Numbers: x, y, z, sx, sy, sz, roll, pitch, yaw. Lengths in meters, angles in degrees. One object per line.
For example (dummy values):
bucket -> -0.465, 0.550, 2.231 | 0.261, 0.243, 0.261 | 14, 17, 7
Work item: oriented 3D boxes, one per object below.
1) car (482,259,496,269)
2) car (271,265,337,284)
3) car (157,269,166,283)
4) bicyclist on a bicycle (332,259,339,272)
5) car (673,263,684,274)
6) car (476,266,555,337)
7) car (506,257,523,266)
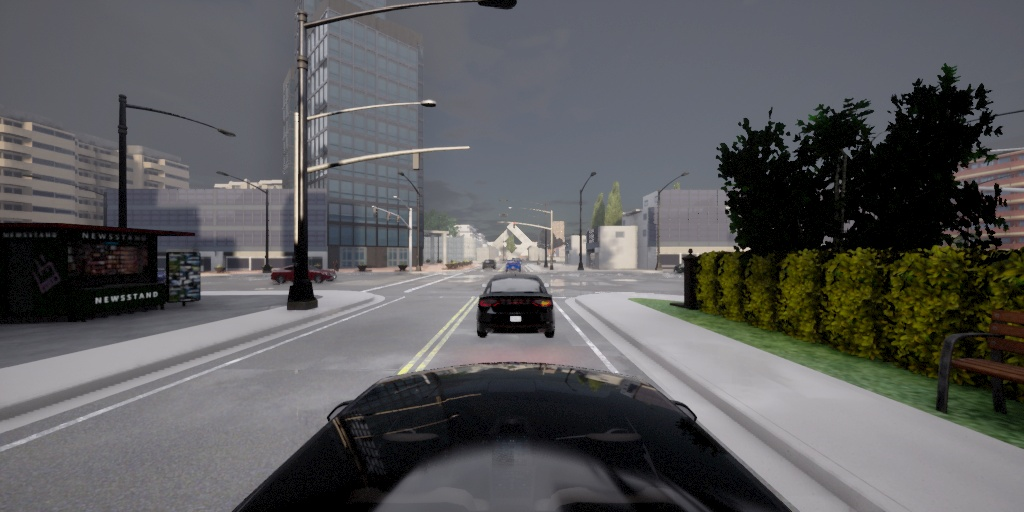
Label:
car -> -3.412, 1.227, 54.129 | 1.882, 1.535, 5.008 | 0, 0, 0
car -> -16.175, 1.382, 27.938 | 4.674, 1.442, 1.812 | -1, 0, 0
car -> -28.765, 1.536, 27.879 | 4.674, 1.442, 1.812 | -1, 0, 1
bicyclist on a bicycle -> -21.849, 1.216, 44.395 | 0.582, 1.620, 1.656 | -1, 0, 0
car -> 19.965, 1.057, 38.807 | 4.553, 1.767, 2.097 | 0, 0, 0
car -> 0.104, 1.228, 10.349 | 1.882, 1.535, 5.008 | 0, 0, 1
car -> 0.195, 1.227, 47.313 | 1.882, 1.535, 5.008 | 0, 0, 1
